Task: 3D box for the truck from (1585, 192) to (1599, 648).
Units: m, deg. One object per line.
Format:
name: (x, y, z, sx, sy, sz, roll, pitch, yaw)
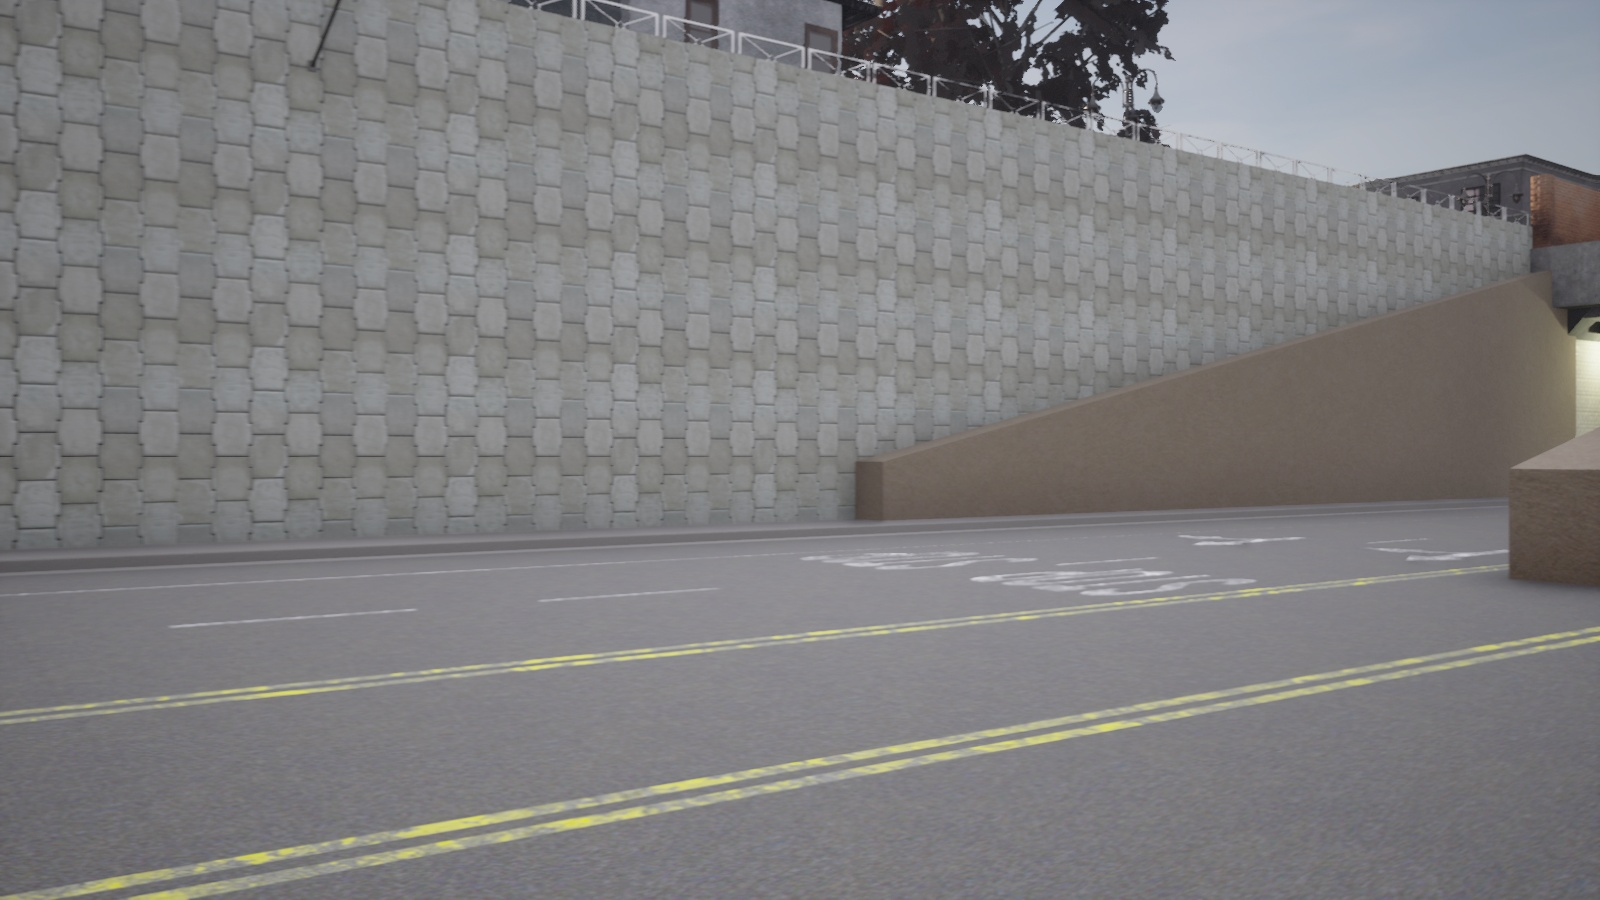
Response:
truck: (10.101, -0.232, 10.695, 7.936, 3.462, 2.891, 0, 0, -35)
